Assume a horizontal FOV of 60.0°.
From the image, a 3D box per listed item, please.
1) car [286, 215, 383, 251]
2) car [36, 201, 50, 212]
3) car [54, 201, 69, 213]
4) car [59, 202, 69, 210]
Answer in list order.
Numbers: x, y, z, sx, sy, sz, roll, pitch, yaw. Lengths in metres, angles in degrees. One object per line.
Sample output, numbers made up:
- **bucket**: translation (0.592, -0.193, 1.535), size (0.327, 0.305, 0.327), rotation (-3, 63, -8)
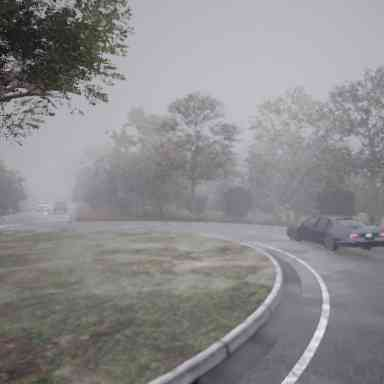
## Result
- **car**: translation (6.253, 1.750, 15.112), size (2.033, 1.411, 5.357), rotation (0, -1, -11)
- **car**: translation (-29.632, 2.896, 66.369), size (2.150, 2.045, 5.566), rotation (0, -1, -19)
- **car**: translation (-24.259, 2.766, 61.418), size (2.150, 2.045, 5.566), rotation (0, -1, -19)
- **car**: translation (-29.328, 3.170, 76.380), size (1.882, 1.535, 5.008), rotation (0, -1, -19)
